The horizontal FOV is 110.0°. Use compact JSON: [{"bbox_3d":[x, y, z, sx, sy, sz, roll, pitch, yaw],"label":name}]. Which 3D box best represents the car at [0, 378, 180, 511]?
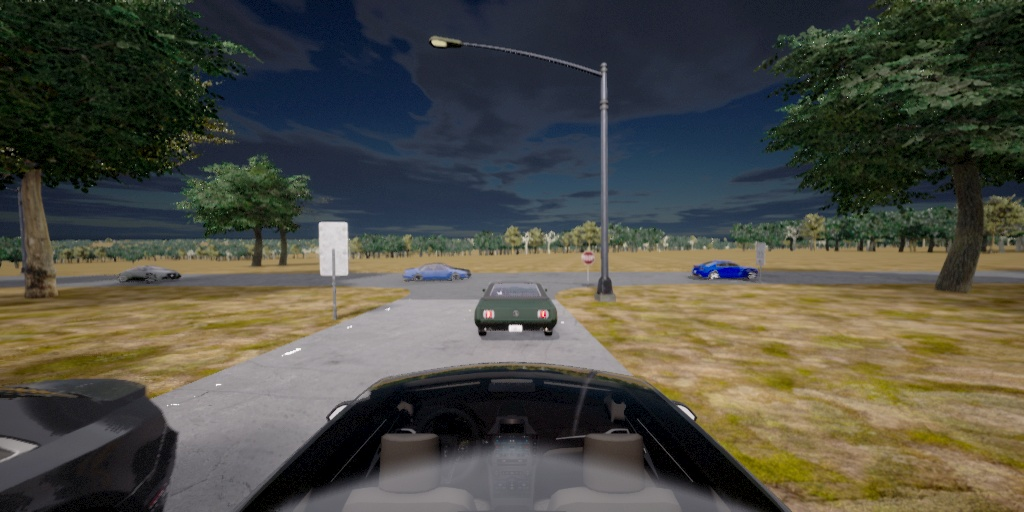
[{"bbox_3d":[-3.105,1.262,0.297,1.837,1.490,4.892,0,0,0],"label":"car"}]

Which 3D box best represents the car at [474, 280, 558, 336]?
[{"bbox_3d":[0.082,1.316,10.194,1.895,1.301,4.718,0,0,0],"label":"car"}]

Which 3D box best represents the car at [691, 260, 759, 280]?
[{"bbox_3d":[17.322,1.115,29.168,5.008,1.535,1.882,0,2,-1],"label":"car"}]

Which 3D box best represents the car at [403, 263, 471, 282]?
[{"bbox_3d":[-6.080,1.298,29.251,5.357,1.411,2.033,-1,3,2],"label":"car"}]

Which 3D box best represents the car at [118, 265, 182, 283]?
[{"bbox_3d":[-30.830,1.506,30.560,4.181,1.385,1.994,-1,3,4],"label":"car"}]
